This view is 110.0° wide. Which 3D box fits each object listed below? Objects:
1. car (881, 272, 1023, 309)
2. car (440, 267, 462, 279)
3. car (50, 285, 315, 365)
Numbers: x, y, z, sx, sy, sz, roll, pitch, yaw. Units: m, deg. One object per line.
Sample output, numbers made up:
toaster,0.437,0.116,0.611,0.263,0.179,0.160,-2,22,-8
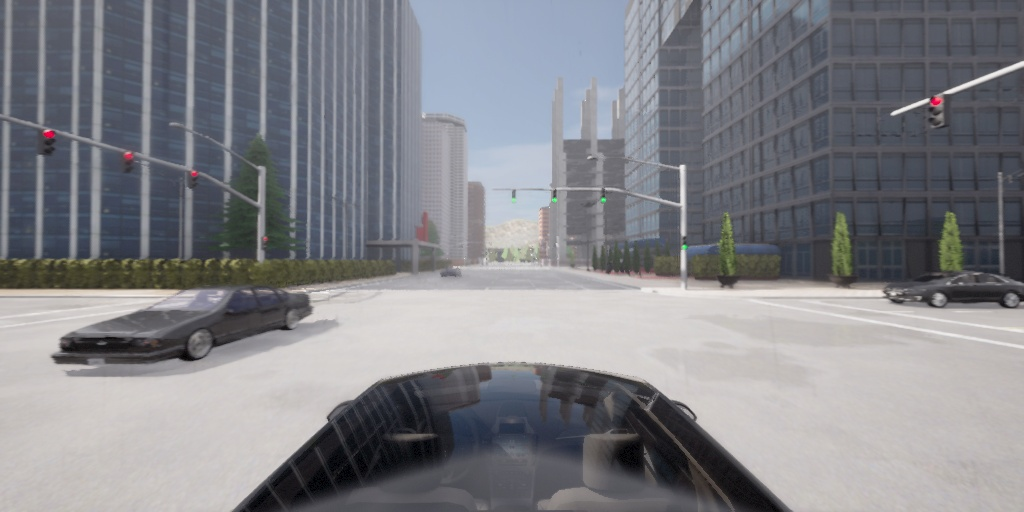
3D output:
car,19.250,1.442,15.739,4.892,1.490,1.837,0,-1,2
car,-6.995,1.893,41.343,1.895,1.301,4.718,0,-1,0
car,-7.018,1.425,8.721,2.033,1.411,5.357,0,0,0
